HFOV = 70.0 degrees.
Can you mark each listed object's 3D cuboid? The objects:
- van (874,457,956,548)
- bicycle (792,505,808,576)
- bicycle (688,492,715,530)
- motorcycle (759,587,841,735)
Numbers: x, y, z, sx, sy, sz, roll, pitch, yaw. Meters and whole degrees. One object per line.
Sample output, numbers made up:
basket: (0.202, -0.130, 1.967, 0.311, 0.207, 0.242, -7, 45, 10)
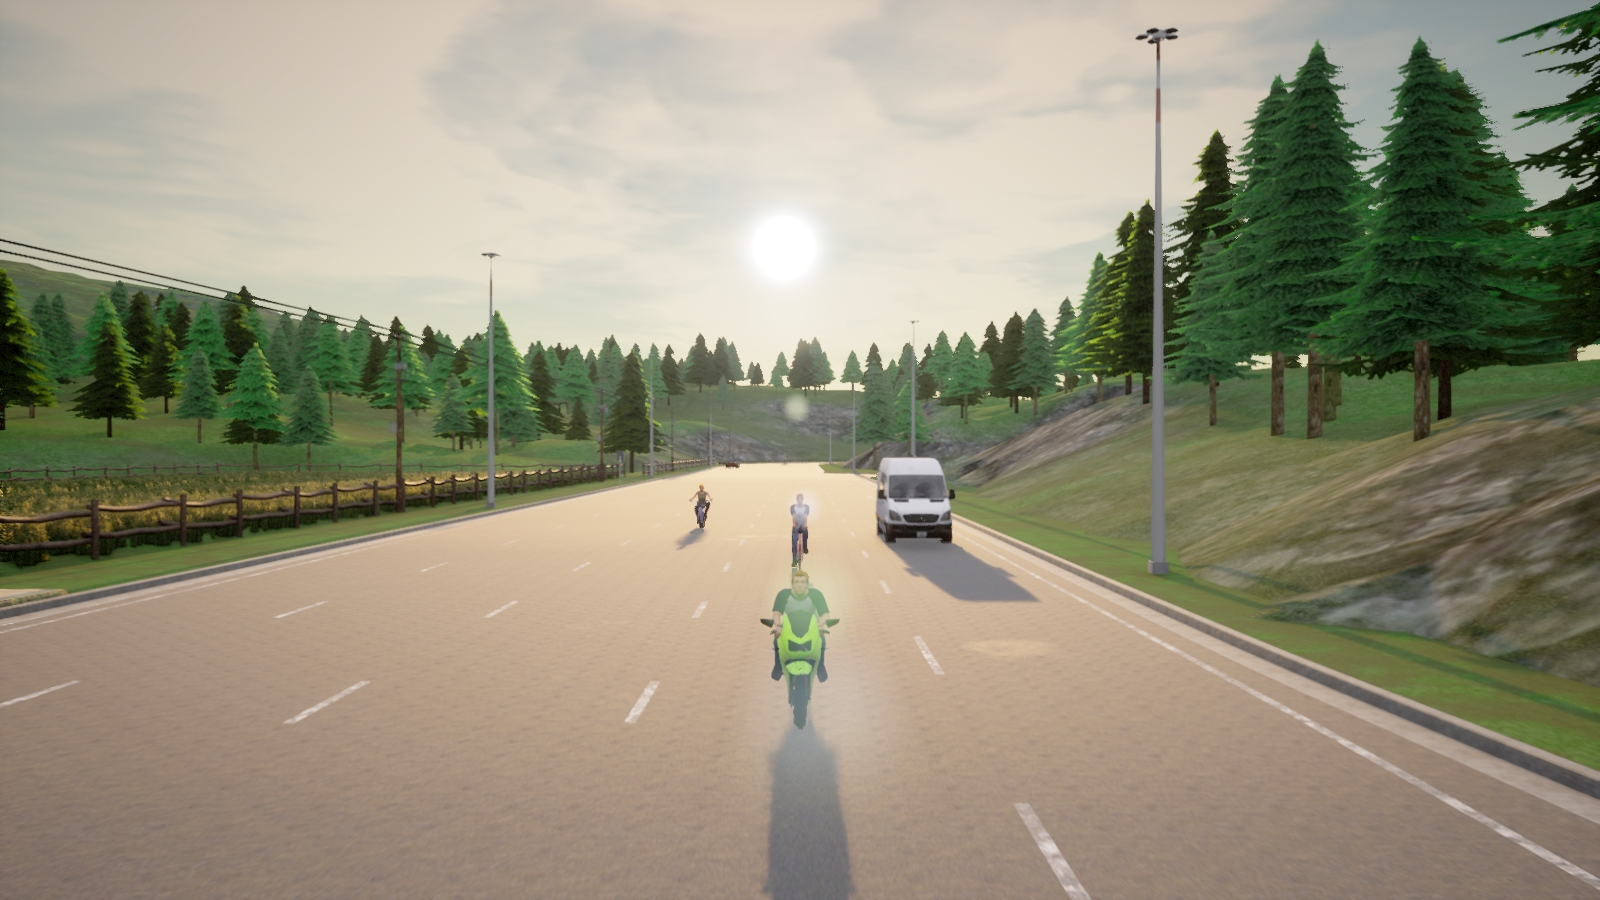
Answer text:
van: (3.493, 1.529, 35.779, 1.988, 2.561, 5.915, 0, 0, 0)
bicycle: (-0.002, 2.053, 26.211, 0.373, 1.496, 1.643, 0, 0, 0)
bicycle: (-3.500, 2.154, 40.667, 0.859, 1.277, 1.487, 0, 0, 0)
motorcycle: (-0.001, 2.184, 12.183, 0.803, 1.199, 2.033, 0, 0, 0)
